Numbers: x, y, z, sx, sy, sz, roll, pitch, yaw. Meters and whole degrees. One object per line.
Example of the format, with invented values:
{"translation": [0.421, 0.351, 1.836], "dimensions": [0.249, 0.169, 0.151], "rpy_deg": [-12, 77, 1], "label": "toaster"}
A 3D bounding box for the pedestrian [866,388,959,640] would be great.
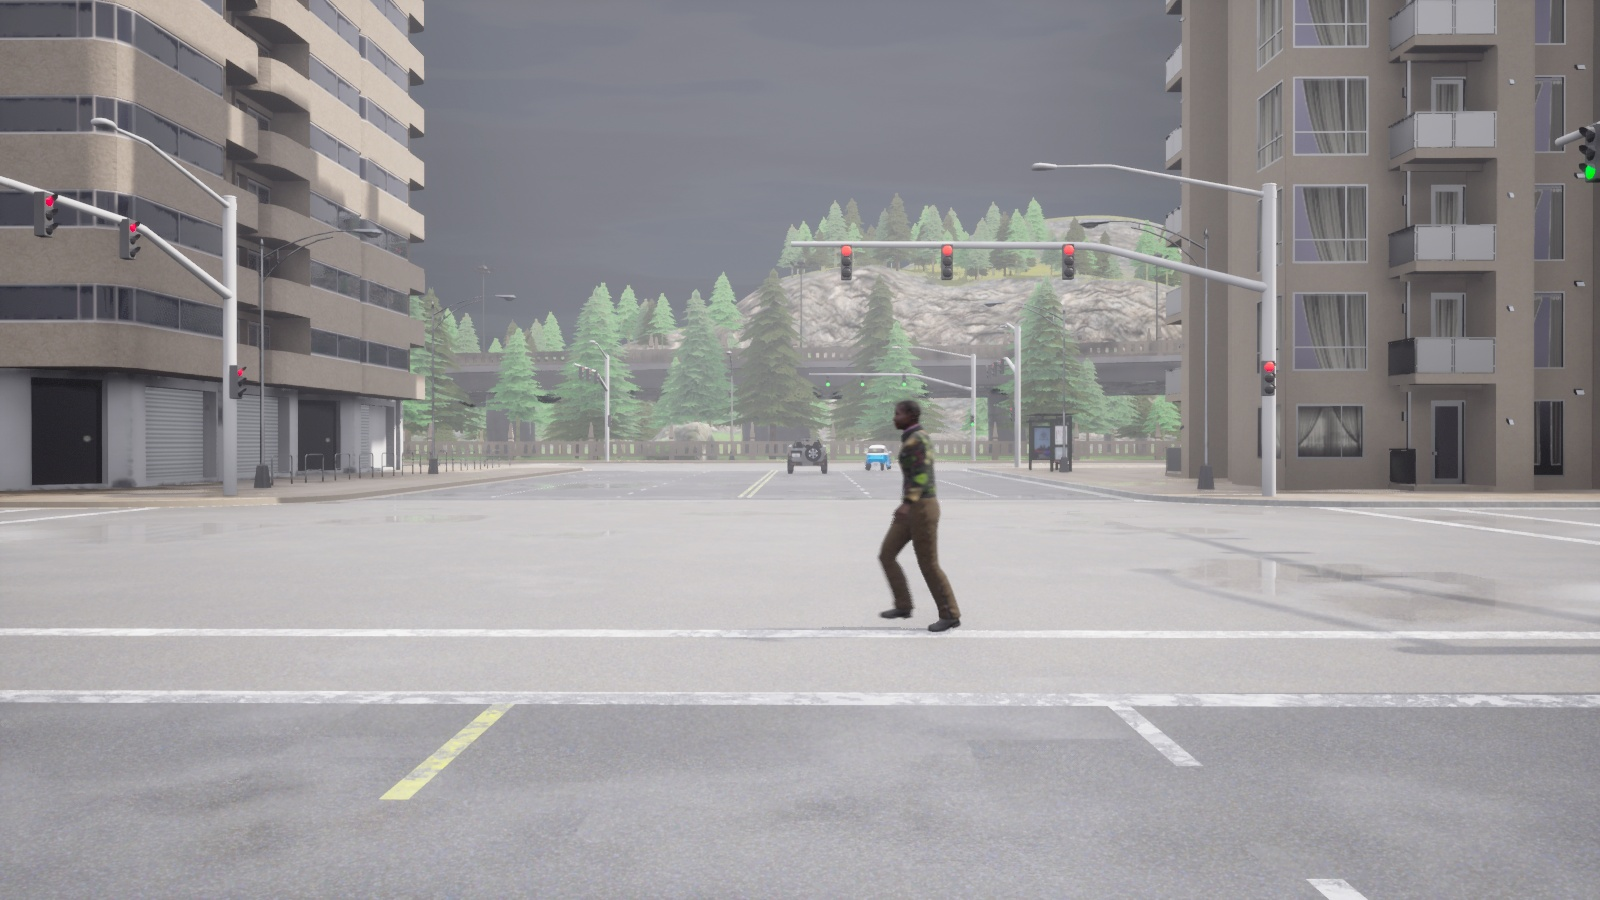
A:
{"translation": [0.874, 0.488, 9.822], "dimensions": [0.692, 1.930, 0.395], "rpy_deg": [0, 0, 1], "label": "pedestrian"}

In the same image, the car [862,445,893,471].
{"translation": [4.259, 0.414, 68.655], "dimensions": [1.481, 1.376, 2.207], "rpy_deg": [0, 1, 9], "label": "car"}

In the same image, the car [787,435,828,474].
{"translation": [0.364, 0.213, 61.960], "dimensions": [1.932, 1.855, 4.605], "rpy_deg": [0, 0, 0], "label": "car"}
